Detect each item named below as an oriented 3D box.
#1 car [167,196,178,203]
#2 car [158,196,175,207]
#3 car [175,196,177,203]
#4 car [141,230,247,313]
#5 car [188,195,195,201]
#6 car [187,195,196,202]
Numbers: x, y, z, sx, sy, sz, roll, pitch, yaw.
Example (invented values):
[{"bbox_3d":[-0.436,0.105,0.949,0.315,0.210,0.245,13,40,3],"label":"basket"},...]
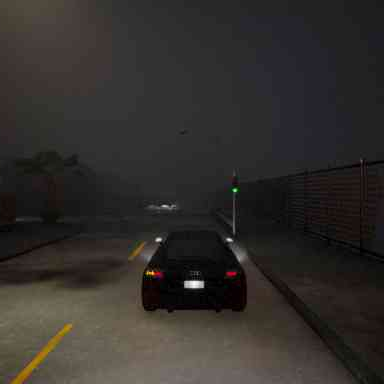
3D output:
[{"bbox_3d":[-4.134,1.540,71.354,2.033,1.411,5.357,0,0,0],"label":"car"},{"bbox_3d":[-4.189,1.478,51.780,1.882,1.535,5.008,0,0,0],"label":"car"},{"bbox_3d":[-4.179,1.491,61.045,2.128,1.511,4.902,0,0,0],"label":"car"},{"bbox_3d":[0.049,1.564,7.746,1.994,1.385,4.181,0,0,0],"label":"car"},{"bbox_3d":[-0.162,1.524,85.717,1.812,1.442,4.674,0,0,0],"label":"car"},{"bbox_3d":[-0.141,1.524,75.476,1.812,1.442,4.674,0,0,0],"label":"car"}]
